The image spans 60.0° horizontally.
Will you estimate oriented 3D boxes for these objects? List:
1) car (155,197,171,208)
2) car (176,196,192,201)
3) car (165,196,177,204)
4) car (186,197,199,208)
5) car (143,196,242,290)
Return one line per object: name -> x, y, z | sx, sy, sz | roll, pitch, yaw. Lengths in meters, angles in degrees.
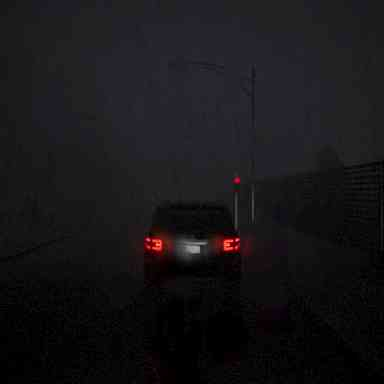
car -> -4.154, 1.502, 48.569 | 1.837, 1.490, 4.892 | 0, 0, 0
car -> -1.978, 1.593, 85.020 | 1.895, 1.301, 4.718 | 0, 0, -32
car -> -4.118, 1.490, 65.990 | 2.128, 1.511, 4.902 | 0, 0, 0
car -> 0.038, 1.476, 49.362 | 1.882, 1.535, 5.008 | 0, 0, 0
car -> 0.032, 1.221, 9.199 | 2.150, 2.045, 5.566 | 0, 0, 0
